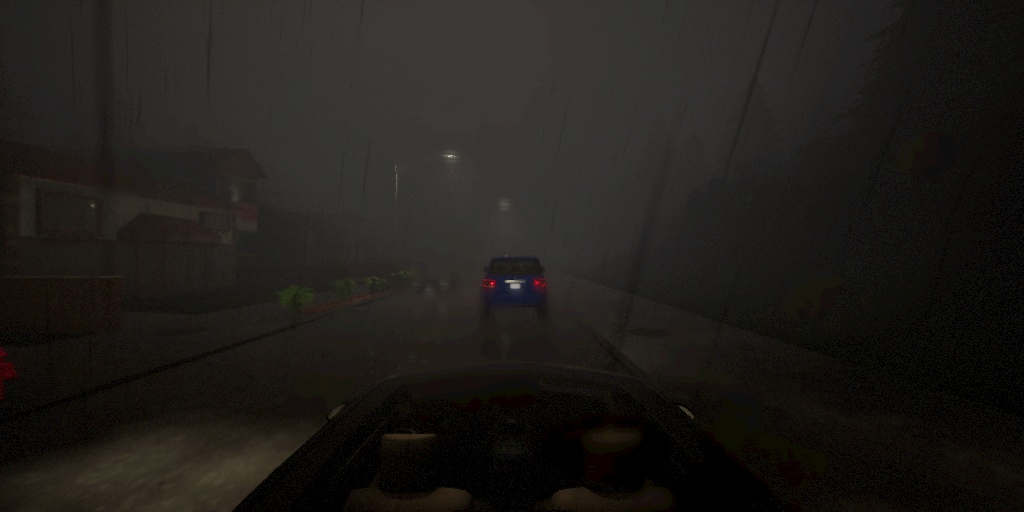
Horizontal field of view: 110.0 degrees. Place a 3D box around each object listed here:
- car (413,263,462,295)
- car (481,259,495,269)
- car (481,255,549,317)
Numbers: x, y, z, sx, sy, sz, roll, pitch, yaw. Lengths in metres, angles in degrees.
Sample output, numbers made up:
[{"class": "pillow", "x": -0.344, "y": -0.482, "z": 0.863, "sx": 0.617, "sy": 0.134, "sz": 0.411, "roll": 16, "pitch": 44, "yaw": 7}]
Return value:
[{"class": "car", "x": -4.109, "y": 1.330, "z": 20.523, "sx": 2.033, "sy": 1.411, "sz": 5.357, "roll": 0, "pitch": 0, "yaw": 0}, {"class": "car", "x": -4.069, "y": 1.328, "z": 61.153, "sx": 1.882, "sy": 1.535, "sz": 5.008, "roll": 0, "pitch": 0, "yaw": 1}, {"class": "car", "x": 0.095, "y": 0.993, "z": 13.384, "sx": 2.150, "sy": 2.045, "sz": 5.566, "roll": 0, "pitch": 0, "yaw": 0}]
